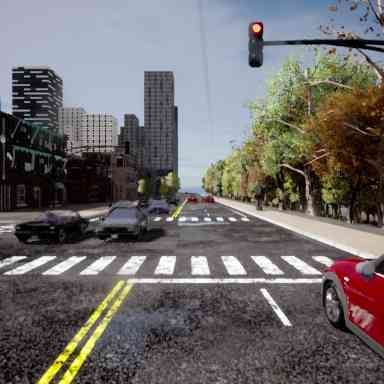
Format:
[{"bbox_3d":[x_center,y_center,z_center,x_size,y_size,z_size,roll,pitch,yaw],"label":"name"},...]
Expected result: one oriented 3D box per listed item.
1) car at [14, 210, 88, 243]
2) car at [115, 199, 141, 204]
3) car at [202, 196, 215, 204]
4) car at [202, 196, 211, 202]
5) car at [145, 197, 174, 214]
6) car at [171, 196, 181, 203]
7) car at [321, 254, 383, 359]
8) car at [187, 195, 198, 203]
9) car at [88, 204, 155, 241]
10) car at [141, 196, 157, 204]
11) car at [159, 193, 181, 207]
[{"bbox_3d":[-6.598,1.596,16.170,1.895,1.301,4.718,0,0,0],"label":"car"},{"bbox_3d":[-6.651,1.552,32.846,1.994,1.385,4.181,0,0,2],"label":"car"},{"bbox_3d":[3.362,1.449,65.291,1.882,1.535,5.008,0,0,0],"label":"car"},{"bbox_3d":[3.266,1.518,75.435,1.994,1.385,4.181,0,0,0],"label":"car"},{"bbox_3d":[-3.345,1.535,35.055,2.033,1.411,5.357,0,0,0],"label":"car"},{"bbox_3d":[-3.237,1.529,69.561,1.837,1.490,4.892,0,0,0],"label":"car"},{"bbox_3d":[3.349,1.351,4.119,2.097,1.767,4.553,0,0,0],"label":"car"},{"bbox_3d":[0.111,1.323,65.959,2.097,1.767,4.553,0,0,0],"label":"car"},{"bbox_3d":[-3.348,1.542,17.048,2.033,1.411,5.357,0,0,0],"label":"car"},{"bbox_3d":[-6.588,1.485,47.482,1.837,1.490,4.892,0,0,0],"label":"car"},{"bbox_3d":[-3.336,1.201,51.460,2.150,2.045,5.566,0,0,0],"label":"car"}]
